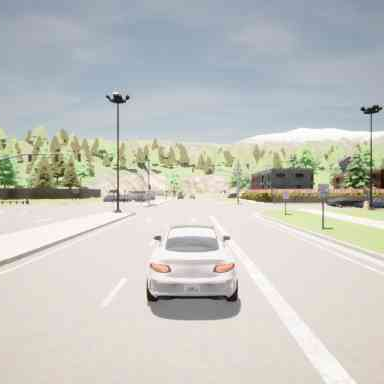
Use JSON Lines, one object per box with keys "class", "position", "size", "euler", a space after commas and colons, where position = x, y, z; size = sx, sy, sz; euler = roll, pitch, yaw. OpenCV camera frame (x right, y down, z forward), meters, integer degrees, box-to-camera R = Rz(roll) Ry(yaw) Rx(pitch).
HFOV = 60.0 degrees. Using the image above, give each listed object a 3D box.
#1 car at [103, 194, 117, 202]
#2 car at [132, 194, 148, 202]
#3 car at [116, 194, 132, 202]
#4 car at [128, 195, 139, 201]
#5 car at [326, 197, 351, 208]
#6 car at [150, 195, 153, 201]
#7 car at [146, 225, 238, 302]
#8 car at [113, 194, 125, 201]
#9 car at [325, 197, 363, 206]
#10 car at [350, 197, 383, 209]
{"class": "car", "position": [-18.462, 1.355, 74.906], "size": [2.097, 1.767, 4.553], "euler": [0, 0, 0]}
{"class": "car", "position": [-11.462, 1.355, 74.817], "size": [2.097, 1.767, 4.553], "euler": [0, 0, 0]}
{"class": "car", "position": [-14.962, 1.540, 75.106], "size": [2.033, 1.411, 5.357], "euler": [0, 0, 0]}
{"class": "car", "position": [-14.957, 1.540, 85.133], "size": [2.033, 1.411, 5.357], "euler": [0, 0, 0]}
{"class": "car", "position": [22.032, 1.477, 47.101], "size": [5.008, 1.535, 1.882], "euler": [0, 0, -1]}
{"class": "car", "position": [-11.458, 1.595, 83.643], "size": [1.895, 1.301, 4.718], "euler": [0, 0, 0]}
{"class": "car", "position": [0.004, 1.526, 8.149], "size": [1.812, 1.442, 4.674], "euler": [0, 0, 0]}
{"class": "car", "position": [-18.458, 1.355, 84.722], "size": [2.097, 1.767, 4.553], "euler": [0, 0, 0]}
{"class": "car", "position": [24.669, 1.548, 54.123], "size": [5.357, 1.411, 2.033], "euler": [0, 0, 0]}
{"class": "car", "position": [24.226, 1.548, 43.621], "size": [5.357, 1.411, 2.033], "euler": [0, 0, -1]}
